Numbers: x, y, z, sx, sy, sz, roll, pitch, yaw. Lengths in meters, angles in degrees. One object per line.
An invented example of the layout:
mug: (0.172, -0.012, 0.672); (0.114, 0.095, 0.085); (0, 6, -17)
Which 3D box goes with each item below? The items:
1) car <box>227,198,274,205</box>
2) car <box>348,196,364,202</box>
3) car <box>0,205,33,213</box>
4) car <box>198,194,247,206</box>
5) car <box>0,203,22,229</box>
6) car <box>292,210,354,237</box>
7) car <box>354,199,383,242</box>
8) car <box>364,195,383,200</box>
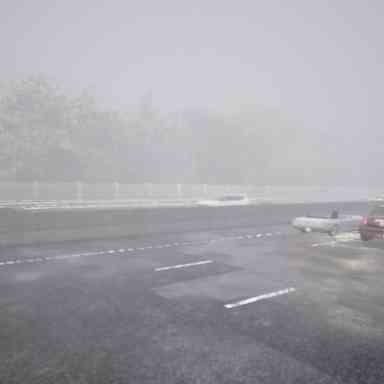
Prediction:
car: (6.027, 1.535, 29.702); (5.357, 1.411, 2.033); (0, 0, -35)
car: (29.979, 1.511, 59.666); (4.902, 1.511, 2.128); (0, 0, -35)
car: (-10.731, 1.490, 17.811); (4.892, 1.490, 1.837); (1, 0, -35)
car: (3.092, 1.207, 31.914); (5.566, 2.045, 2.150); (0, 0, -35)
car: (-13.253, 1.473, 20.311); (4.902, 1.511, 2.128); (0, 0, -35)
car: (7.616, 1.596, 17.901); (4.718, 1.301, 1.895); (0, 0, -36)
car: (9.689, 1.349, 15.080); (4.553, 1.767, 2.097); (0, 0, -36)
car: (32.124, 1.360, 56.898); (4.553, 1.767, 2.097); (0, 0, -35)
